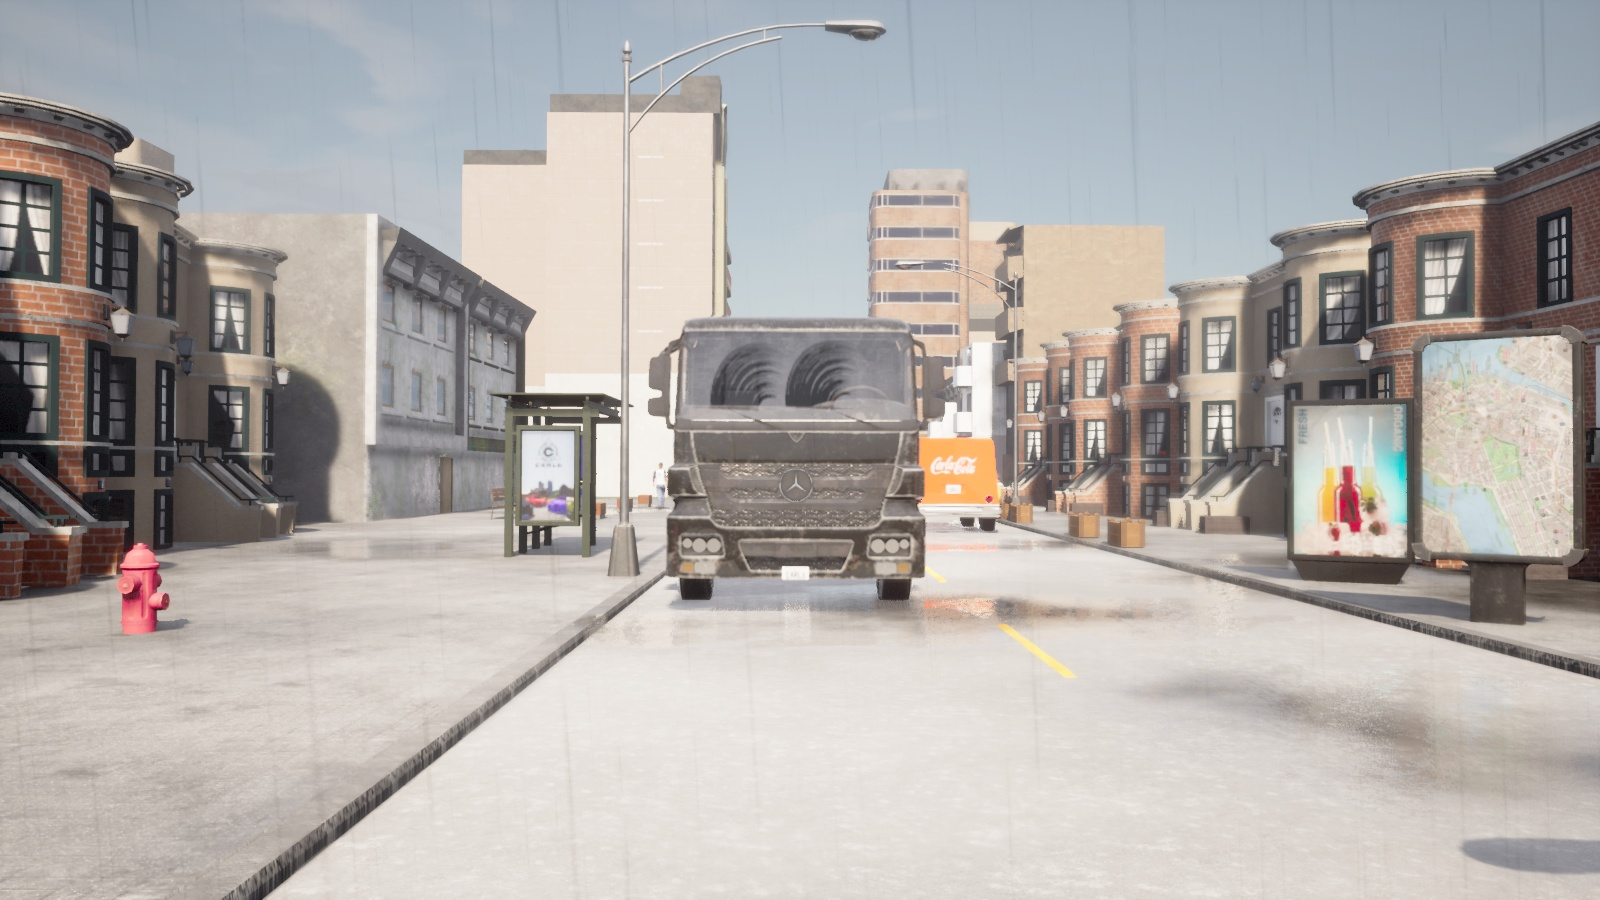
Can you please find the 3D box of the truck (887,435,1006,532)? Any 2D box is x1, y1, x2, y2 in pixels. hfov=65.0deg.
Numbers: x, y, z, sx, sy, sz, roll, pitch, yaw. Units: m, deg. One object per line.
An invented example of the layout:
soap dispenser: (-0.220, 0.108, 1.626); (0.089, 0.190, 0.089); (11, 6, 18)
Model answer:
truck: (3.909, 0.894, 34.589); (2.627, 2.467, 5.204); (0, -1, 0)

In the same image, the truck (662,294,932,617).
truck: (-0.049, 0.125, 17.467); (2.891, 3.462, 7.936); (0, -1, 0)

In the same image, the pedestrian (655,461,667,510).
pedestrian: (-5.228, 1.338, 47.315); (0.354, 1.836, 0.706); (0, -1, 1)
